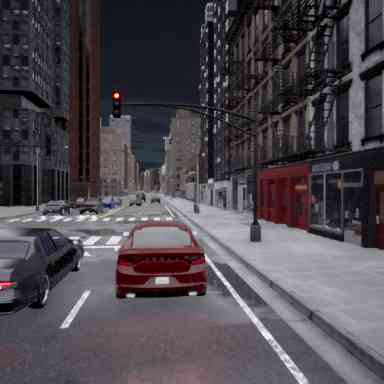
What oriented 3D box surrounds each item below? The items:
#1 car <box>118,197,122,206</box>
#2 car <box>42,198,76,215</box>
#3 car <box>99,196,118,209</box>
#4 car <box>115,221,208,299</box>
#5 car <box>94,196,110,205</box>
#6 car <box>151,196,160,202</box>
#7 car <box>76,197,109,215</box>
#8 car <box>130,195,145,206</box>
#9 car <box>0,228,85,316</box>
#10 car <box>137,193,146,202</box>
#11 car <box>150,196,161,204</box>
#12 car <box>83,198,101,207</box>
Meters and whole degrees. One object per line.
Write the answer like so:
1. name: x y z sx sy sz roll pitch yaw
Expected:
1. car: -12.635 1.513 54.742 2.128 1.511 4.902 0 0 -6
2. car: -13.560 1.515 33.646 1.837 1.490 4.892 0 0 -6
3. car: -11.511 1.494 44.626 1.882 1.535 5.008 0 0 -6
4. car: -0.800 1.477 8.580 1.882 1.535 5.008 0 0 -6
5. car: -16.725 1.517 62.210 2.128 1.511 4.902 0 0 -6
6. car: -8.358 1.570 75.477 2.033 1.411 5.357 0 0 -6
7. car: -10.442 1.558 34.982 2.033 1.411 5.357 0 0 -6
8. car: -9.205 1.622 54.830 1.895 1.301 4.718 0 0 -6
9. car: -3.907 1.547 7.711 2.033 1.411 5.357 0 0 -6
10. car: -11.677 1.256 75.950 2.150 2.045 5.566 0 0 -6
11. car: -7.099 1.531 65.175 1.837 1.490 4.892 0 0 -6
12. car: -15.634 1.621 52.267 1.895 1.301 4.718 0 0 -6
